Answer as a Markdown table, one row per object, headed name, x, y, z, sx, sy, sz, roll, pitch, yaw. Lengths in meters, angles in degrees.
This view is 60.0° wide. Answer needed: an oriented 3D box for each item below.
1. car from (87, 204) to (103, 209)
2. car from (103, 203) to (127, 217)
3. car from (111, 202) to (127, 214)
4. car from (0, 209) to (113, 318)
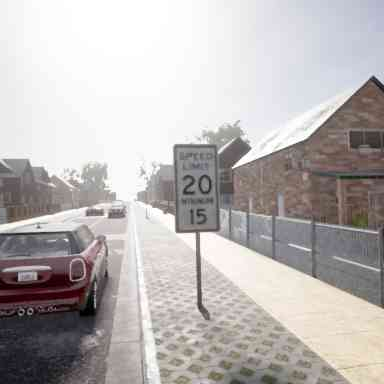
| name | x | y | z | sx | sy | sz | roll | pitch | yaw |
| --- | --- | --- | --- | --- | --- | --- | --- | --- | --- |
| car | -12.127 | 2.235 | 41.861 | 1.994 | 1.385 | 4.181 | -1 | -1 | -10 |
| car | -8.600 | 2.097 | 38.125 | 2.033 | 1.411 | 5.357 | -1 | -1 | -10 |
| car | -10.466 | 2.260 | 48.095 | 2.033 | 1.411 | 5.357 | -1 | -1 | -10 |
| car | -3.117 | 1.456 | 7.632 | 2.097 | 1.767 | 4.553 | -1 | -1 | -10 |
